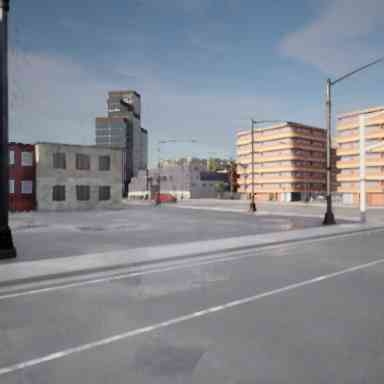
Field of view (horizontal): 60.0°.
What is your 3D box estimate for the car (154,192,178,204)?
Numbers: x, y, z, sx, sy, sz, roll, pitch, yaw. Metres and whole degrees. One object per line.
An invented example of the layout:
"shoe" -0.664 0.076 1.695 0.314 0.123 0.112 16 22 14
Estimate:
"car" -4.925 1.104 62.156 2.150 2.045 5.566 0 0 -37
